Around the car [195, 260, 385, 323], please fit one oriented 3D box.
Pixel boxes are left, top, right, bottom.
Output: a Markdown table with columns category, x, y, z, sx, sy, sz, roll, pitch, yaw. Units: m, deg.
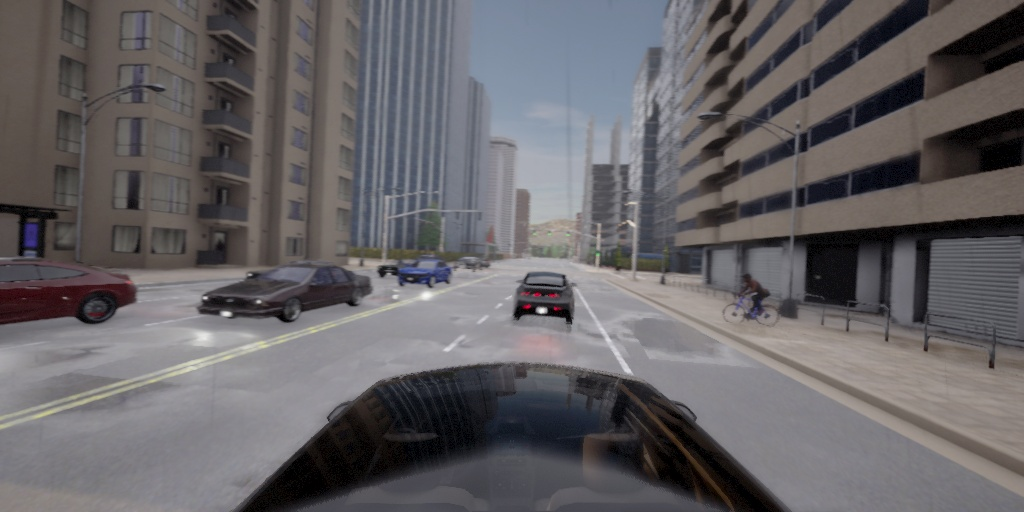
| category | x | y | z | sx | sy | sz | roll | pitch | yaw |
| --- | --- | --- | --- | --- | --- | --- | --- | --- | --- |
| car | -6.238 | 0.960 | 10.892 | 2.033 | 1.411 | 5.357 | 3 | 0 | 7 |

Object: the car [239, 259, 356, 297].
| category | x | y | z | sx | sy | sz | roll | pitch | yaw |
| --- | --- | --- | --- | --- | --- | --- | --- | --- | --- |
| car | -9.144 | 0.856 | 15.866 | 1.895 | 1.301 | 4.718 | 3 | 0 | 7 |

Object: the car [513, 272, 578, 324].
| category | x | y | z | sx | sy | sz | roll | pitch | yaw |
| --- | --- | --- | --- | --- | --- | --- | --- | --- | --- |
| car | 1.162 | 1.280 | 12.401 | 1.837 | 1.490 | 4.892 | 3 | 0 | 7 |

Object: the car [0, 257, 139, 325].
| category | x | y | z | sx | sy | sz | roll | pitch | yaw |
| --- | --- | --- | --- | --- | --- | --- | --- | --- | --- |
| car | -10.256 | 0.750 | 6.868 | 1.812 | 1.442 | 4.674 | 3 | 0 | 8 |

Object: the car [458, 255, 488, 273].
| category | x | y | z | sx | sy | sz | roll | pitch | yaw |
| --- | --- | --- | --- | --- | --- | --- | --- | --- | --- |
| car | -3.673 | 0.624 | 30.712 | 1.812 | 1.442 | 4.674 | 3 | 0 | 7 |

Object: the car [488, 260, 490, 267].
| category | x | y | z | sx | sy | sz | roll | pitch | yaw |
| --- | --- | --- | --- | --- | --- | --- | --- | --- | --- |
| car | -4.949 | 0.868 | 47.482 | 4.902 | 1.511 | 2.128 | 3 | 0 | 43 |

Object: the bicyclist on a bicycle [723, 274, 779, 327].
| category | x | y | z | sx | sy | sz | roll | pitch | yaw |
| --- | --- | --- | --- | --- | --- | --- | --- | --- | --- |
| bicyclist on a bicycle | 7.475 | 1.393 | 11.198 | 1.656 | 1.620 | 0.582 | 3 | 0 | 7 |

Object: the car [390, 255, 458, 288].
| category | x | y | z | sx | sy | sz | roll | pitch | yaw |
| --- | --- | --- | --- | --- | --- | --- | --- | --- | --- |
| car | -4.960 | 0.926 | 21.071 | 1.882 | 1.535 | 5.008 | 3 | 0 | 7 |

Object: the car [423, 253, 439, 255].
| category | x | y | z | sx | sy | sz | roll | pitch | yaw |
| --- | --- | --- | --- | --- | --- | --- | --- | --- | --- |
| car | -7.143 | 0.466 | 31.141 | 2.033 | 1.411 | 5.357 | 3 | 0 | 7 |

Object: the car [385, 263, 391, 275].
| category | x | y | z | sx | sy | sz | roll | pitch | yaw |
| --- | --- | --- | --- | --- | --- | --- | --- | --- | --- |
| car | -7.863 | 0.892 | 25.947 | 1.895 | 1.301 | 4.718 | 3 | 0 | 7 |
